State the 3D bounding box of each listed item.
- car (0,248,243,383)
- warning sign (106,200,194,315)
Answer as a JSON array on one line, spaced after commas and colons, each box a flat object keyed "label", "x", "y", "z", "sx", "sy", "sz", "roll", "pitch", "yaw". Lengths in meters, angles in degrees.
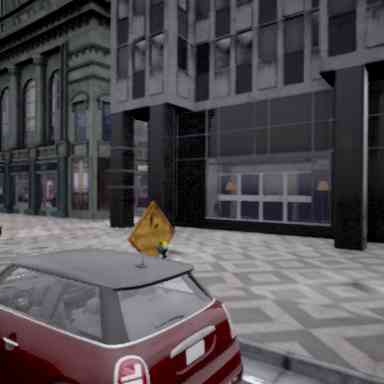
[{"label": "car", "x": -1.550, "y": 1.429, "z": 4.066, "sx": 4.097, "sy": 1.590, "sz": 1.967, "roll": 0, "pitch": 0, "yaw": 36}, {"label": "warning sign", "x": -0.773, "y": 1.102, "z": 6.350, "sx": 1.060, "sy": 1.860, "sz": 1.300, "roll": 0, "pitch": 0, "yaw": 35}]
